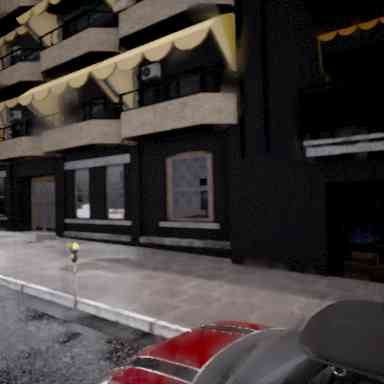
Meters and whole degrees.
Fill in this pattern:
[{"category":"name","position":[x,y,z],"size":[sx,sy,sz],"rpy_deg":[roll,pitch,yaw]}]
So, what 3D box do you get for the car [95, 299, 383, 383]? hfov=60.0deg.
[{"category":"car","position":[1.064,1.441,1.946],"size":[4.097,1.590,1.967],"rpy_deg":[-1,-2,36]}]
